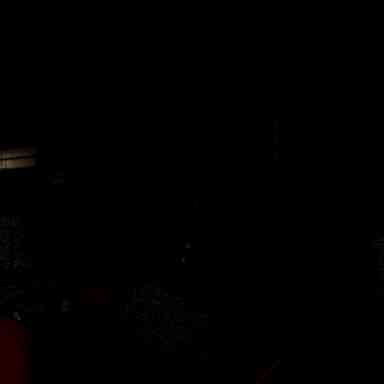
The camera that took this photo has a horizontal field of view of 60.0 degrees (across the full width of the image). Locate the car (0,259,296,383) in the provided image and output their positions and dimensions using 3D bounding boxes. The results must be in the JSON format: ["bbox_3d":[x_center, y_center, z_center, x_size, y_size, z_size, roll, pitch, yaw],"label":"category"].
[{"bbox_3d":[-1.164,1.525,3.791,4.507,1.381,1.887,0,0,36],"label":"car"}]
